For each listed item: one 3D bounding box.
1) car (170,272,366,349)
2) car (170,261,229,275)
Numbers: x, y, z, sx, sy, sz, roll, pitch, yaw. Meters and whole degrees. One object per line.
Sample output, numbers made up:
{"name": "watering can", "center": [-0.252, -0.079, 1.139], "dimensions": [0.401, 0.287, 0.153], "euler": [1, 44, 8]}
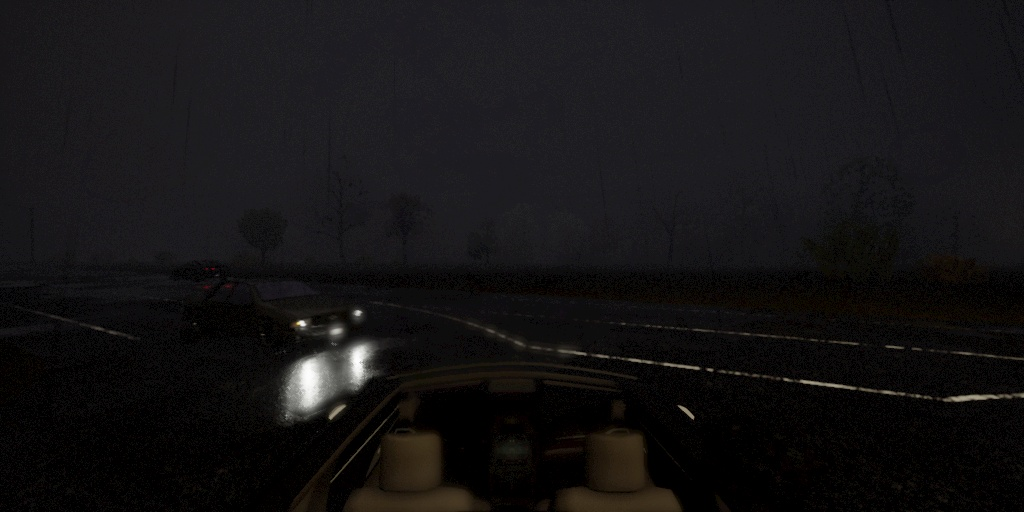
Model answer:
{"name": "car", "center": [-6.256, 1.279, 9.148], "dimensions": [5.357, 1.411, 2.033], "euler": [0, 1, 27]}
{"name": "car", "center": [-21.833, 1.063, 25.031], "dimensions": [4.902, 1.511, 2.128], "euler": [0, 1, 27]}
